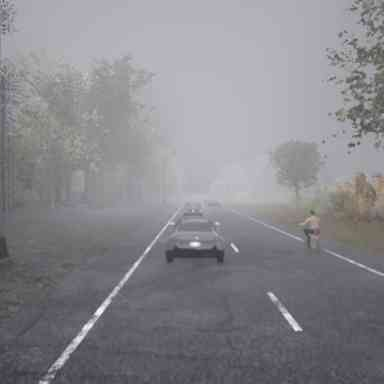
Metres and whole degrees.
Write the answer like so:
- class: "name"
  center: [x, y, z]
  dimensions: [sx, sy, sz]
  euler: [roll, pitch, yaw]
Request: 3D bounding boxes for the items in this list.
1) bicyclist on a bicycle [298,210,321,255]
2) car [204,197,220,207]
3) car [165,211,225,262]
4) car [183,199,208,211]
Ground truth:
- class: "bicyclist on a bicycle"
  center: [4.485, 1.479, 12.512]
  dimensions: [0.866, 1.612, 1.509]
  euler: [0, 0, 0]
- class: "car"
  center: [3.594, 1.756, 55.798]
  dimensions: [1.994, 1.385, 4.181]
  euler: [0, 0, 0]
- class: "car"
  center: [0.097, 1.606, 12.373]
  dimensions: [1.994, 1.385, 4.181]
  euler: [0, 0, 0]
- class: "car"
  center: [0.095, 1.652, 30.747]
  dimensions: [2.033, 1.411, 5.357]
  euler: [0, 0, 0]
